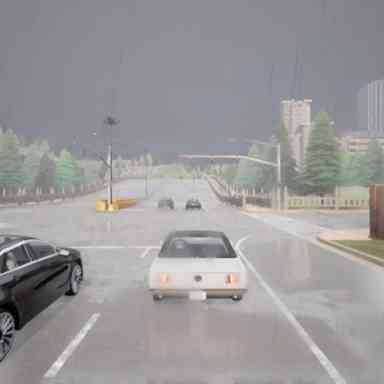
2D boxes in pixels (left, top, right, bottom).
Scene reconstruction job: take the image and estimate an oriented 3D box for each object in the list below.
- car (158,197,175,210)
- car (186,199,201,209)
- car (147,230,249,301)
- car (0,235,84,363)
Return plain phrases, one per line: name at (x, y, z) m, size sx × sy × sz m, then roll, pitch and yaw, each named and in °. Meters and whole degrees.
car at (-3.318, 1.485, 43.732) m, size 1.837 × 1.490 × 4.892 m, roll 0°, pitch 0°, yaw 0°
car at (0.184, 1.544, 43.891) m, size 1.994 × 1.385 × 4.181 m, roll 0°, pitch 0°, yaw 0°
car at (0.115, 1.597, 8.268) m, size 1.895 × 1.301 × 4.718 m, roll 0°, pitch 0°, yaw 0°
car at (-3.389, 1.489, 5.732) m, size 2.128 × 1.511 × 4.902 m, roll 0°, pitch 0°, yaw 0°
